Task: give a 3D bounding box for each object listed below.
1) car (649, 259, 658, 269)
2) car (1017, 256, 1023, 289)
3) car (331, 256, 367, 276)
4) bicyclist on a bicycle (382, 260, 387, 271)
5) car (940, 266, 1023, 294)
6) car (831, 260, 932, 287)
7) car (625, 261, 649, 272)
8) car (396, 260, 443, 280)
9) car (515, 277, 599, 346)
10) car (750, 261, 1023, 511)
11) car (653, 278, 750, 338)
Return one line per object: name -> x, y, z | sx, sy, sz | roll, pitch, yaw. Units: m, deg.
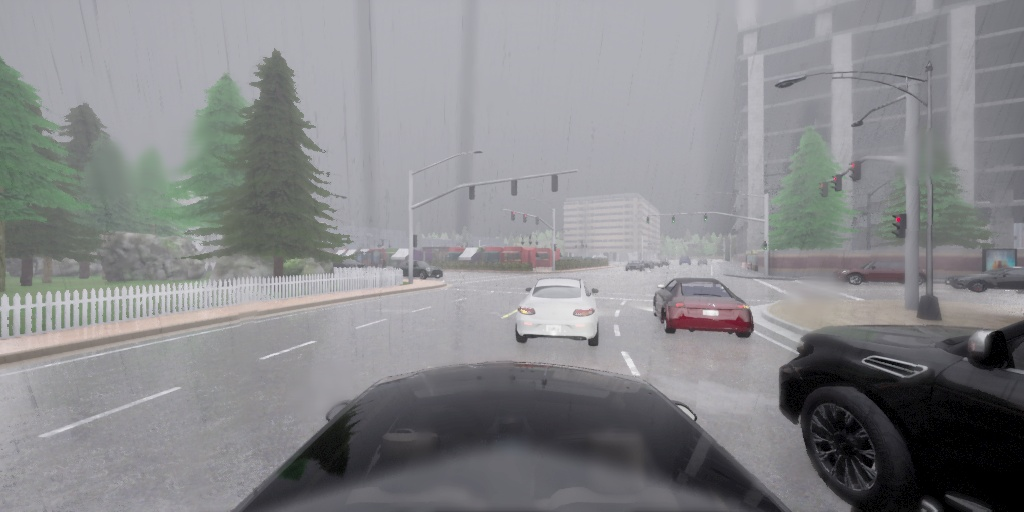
car -> 20.756, 1.351, 55.397 | 1.895, 1.301, 4.718 | 0, 0, 29
car -> 34.233, 1.027, 20.663 | 5.566, 2.045, 2.150 | 0, 0, 30
car -> -17.724, 1.027, 37.780 | 5.566, 2.045, 2.150 | 0, 0, 30
bicyclist on a bicycle -> -15.776, 1.258, 44.233 | 0.582, 1.620, 1.656 | 0, 0, -23
car -> 27.983, 1.331, 20.154 | 4.674, 1.442, 1.812 | 0, 0, 29
car -> 25.891, 1.157, 25.386 | 4.553, 1.767, 2.097 | 0, 0, 29
car -> 16.436, 1.314, 47.656 | 1.994, 1.385, 4.181 | 0, 0, 29
car -> -8.430, 1.157, 32.490 | 4.553, 1.767, 2.097 | 0, 0, 30
car -> 1.267, 1.276, 9.387 | 1.812, 1.442, 4.674 | 0, 0, 11
car -> 3.736, 0.971, 1.168 | 2.150, 2.045, 5.566 | 0, 0, 0
car -> 5.287, 1.314, 10.398 | 1.994, 1.385, 4.181 | 0, 0, 17
